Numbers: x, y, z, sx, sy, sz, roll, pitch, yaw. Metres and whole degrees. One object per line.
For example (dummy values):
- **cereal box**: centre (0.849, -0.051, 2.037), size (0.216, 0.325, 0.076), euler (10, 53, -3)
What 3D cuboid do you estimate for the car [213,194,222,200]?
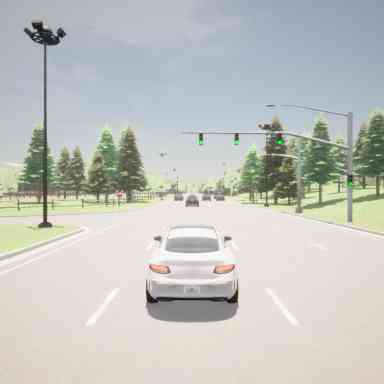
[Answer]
- **car**: centre (7.106, 1.385, 92.993), size (1.994, 1.385, 4.181), euler (0, 0, 0)

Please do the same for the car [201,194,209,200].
- **car**: centre (3.606, 1.372, 92.997), size (2.033, 1.411, 5.357), euler (0, 0, 0)

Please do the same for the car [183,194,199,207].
- **car**: centre (0.059, 1.352, 51.938), size (2.097, 1.767, 4.553), euler (0, 0, 0)

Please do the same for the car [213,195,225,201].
- **car**: centre (7.094, 1.517, 82.573), size (2.128, 1.511, 4.902), euler (0, 0, 0)

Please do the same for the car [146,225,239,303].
- **car**: centre (0.015, 1.526, 8.065), size (1.812, 1.442, 4.674), euler (0, 0, 0)

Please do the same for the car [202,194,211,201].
- **car**: centre (3.595, 1.348, 82.964), size (2.097, 1.767, 4.553), euler (0, 0, 0)

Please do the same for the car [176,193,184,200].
- **car**: centre (-3.394, 1.188, 92.975), size (2.097, 1.767, 4.553), euler (0, 0, 0)

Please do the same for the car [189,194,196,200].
- **car**: centre (0.106, 1.332, 93.001), size (1.837, 1.490, 4.892), euler (0, 0, 0)

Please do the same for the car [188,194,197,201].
- **car**: centre (0.095, 1.348, 82.968), size (2.097, 1.767, 4.553), euler (0, 0, 0)

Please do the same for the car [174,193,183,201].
- **car**: centre (-3.405, 1.544, 82.969), size (1.994, 1.385, 4.181), euler (0, 0, 0)
